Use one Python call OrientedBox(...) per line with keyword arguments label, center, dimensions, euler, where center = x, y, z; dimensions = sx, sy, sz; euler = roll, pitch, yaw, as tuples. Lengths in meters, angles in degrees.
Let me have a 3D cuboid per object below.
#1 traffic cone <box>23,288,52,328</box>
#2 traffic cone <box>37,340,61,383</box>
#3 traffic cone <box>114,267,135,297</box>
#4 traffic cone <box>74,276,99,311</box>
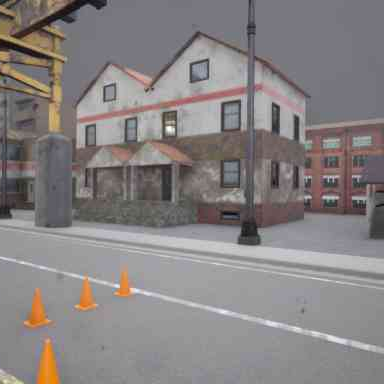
OrientedBox(label="traffic cone", center=(-2.650, 1.949, 5.700), dimensions=(0.340, 0.580, 0.340), euler=(0, 0, 36))
OrientedBox(label="traffic cone", center=(-1.612, 1.952, 3.719), dimensions=(0.340, 0.580, 0.340), euler=(0, 0, 36))
OrientedBox(label="traffic cone", center=(-1.481, 1.949, 7.322), dimensions=(0.340, 0.580, 0.340), euler=(0, 0, 36))
OrientedBox(label="traffic cone", center=(-2.066, 1.949, 6.511), dimensions=(0.340, 0.580, 0.340), euler=(0, 0, 36))
